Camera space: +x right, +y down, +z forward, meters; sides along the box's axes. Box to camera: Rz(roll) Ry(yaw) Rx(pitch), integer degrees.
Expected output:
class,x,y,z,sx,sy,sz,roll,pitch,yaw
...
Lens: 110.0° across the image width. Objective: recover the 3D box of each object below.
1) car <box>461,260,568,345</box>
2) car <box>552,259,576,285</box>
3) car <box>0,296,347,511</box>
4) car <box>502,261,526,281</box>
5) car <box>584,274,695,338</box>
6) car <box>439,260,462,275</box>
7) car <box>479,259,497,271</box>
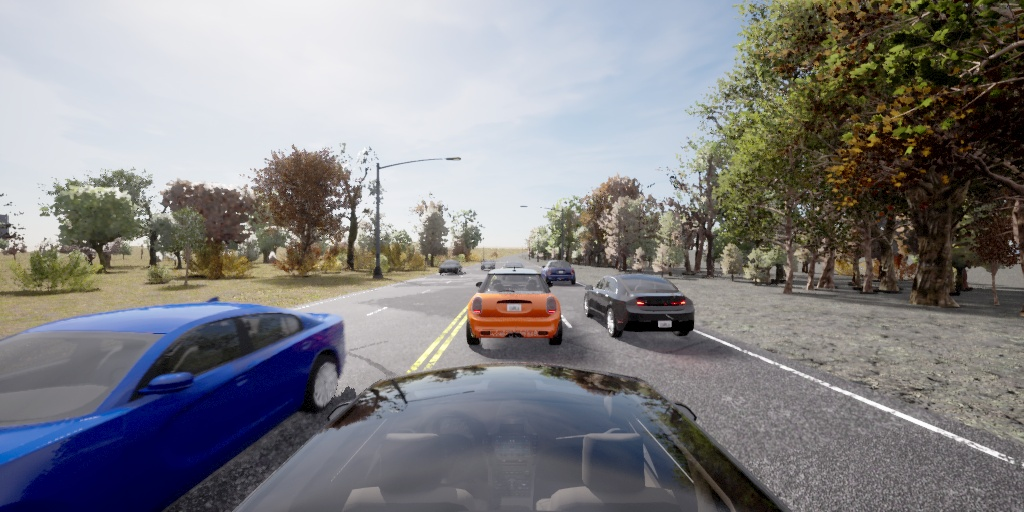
class,x,y,z,sx,sy,sz,roll,pitch,yaw
car,0.066,1.101,9.639,2.097,1.767,4.553,0,0,0
car,3.329,1.092,26.442,2.097,1.767,4.553,-1,0,0
car,-3.348,1.227,3.207,1.882,1.535,5.008,0,0,0
car,0.127,1.225,30.992,1.882,1.535,5.008,0,0,-1
car,3.319,1.246,10.211,1.837,1.490,4.892,-1,0,0
car,-6.550,1.224,38.484,1.882,1.535,5.008,0,0,0
car,-3.210,1.241,48.976,2.128,1.511,4.902,0,0,0
